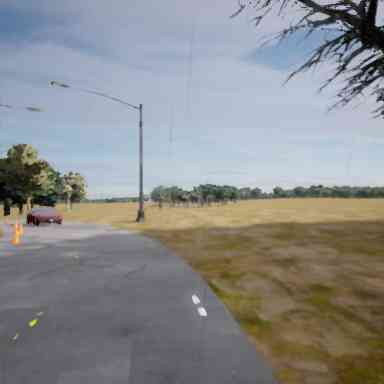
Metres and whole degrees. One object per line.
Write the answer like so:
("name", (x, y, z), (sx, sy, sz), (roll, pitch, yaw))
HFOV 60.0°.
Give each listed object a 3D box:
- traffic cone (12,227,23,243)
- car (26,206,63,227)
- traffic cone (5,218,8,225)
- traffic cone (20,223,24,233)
("traffic cone", (-8.173, 2.060, 15.466), (0.340, 0.580, 0.340), (0, -1, -22))
("car", (-11.754, 1.886, 26.368), (1.882, 1.535, 5.008), (1, -3, -37))
("traffic cone", (-15.392, 2.435, 27.579), (0.340, 0.580, 0.340), (1, -3, -40))
("traffic cone", (-10.152, 2.156, 19.750), (0.340, 0.580, 0.340), (1, -2, -28))
